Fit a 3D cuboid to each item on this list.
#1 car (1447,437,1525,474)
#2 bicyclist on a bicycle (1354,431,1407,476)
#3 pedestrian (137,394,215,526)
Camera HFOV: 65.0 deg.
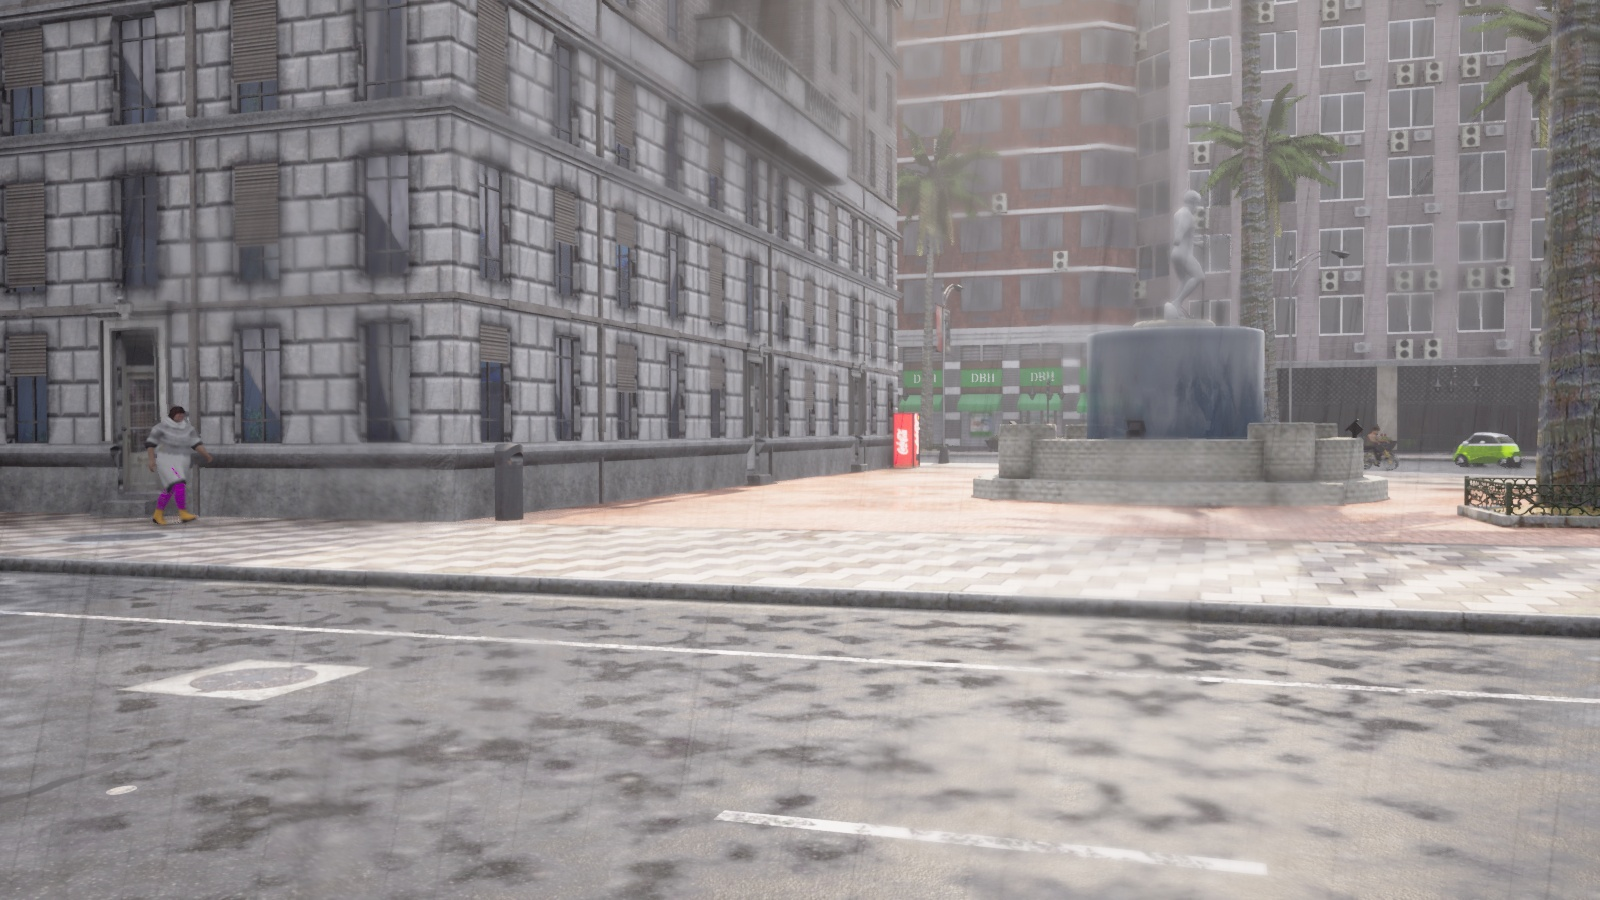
[{"bbox_3d":[26.840,0.195,49.167,1.481,1.376,2.207,0,1,-35],"label":"car"},{"bbox_3d":[20.960,0.115,45.385,0.866,1.612,1.509,-1,2,-36],"label":"bicyclist on a bicycle"},{"bbox_3d":[-9.498,0.141,19.130,0.873,1.952,0.659,1,1,24],"label":"pedestrian"}]
